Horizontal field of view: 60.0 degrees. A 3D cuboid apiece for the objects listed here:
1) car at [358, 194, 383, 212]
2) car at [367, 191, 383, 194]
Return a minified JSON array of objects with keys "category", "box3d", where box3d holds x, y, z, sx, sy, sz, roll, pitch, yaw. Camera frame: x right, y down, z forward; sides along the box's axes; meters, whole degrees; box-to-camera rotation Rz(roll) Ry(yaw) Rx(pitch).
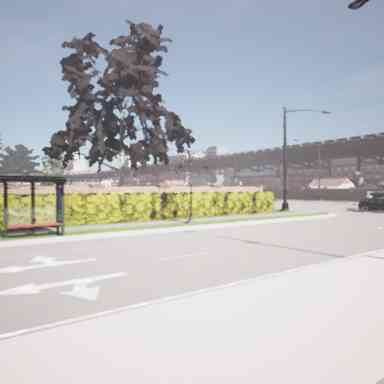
[{"category":"car","box3d":[18.680,1.246,32.195,1.837,1.490,4.892,0,0,-33]},{"category":"car","box3d":[21.088,0.934,34.979,2.150,2.045,5.566,-1,0,-36]}]
